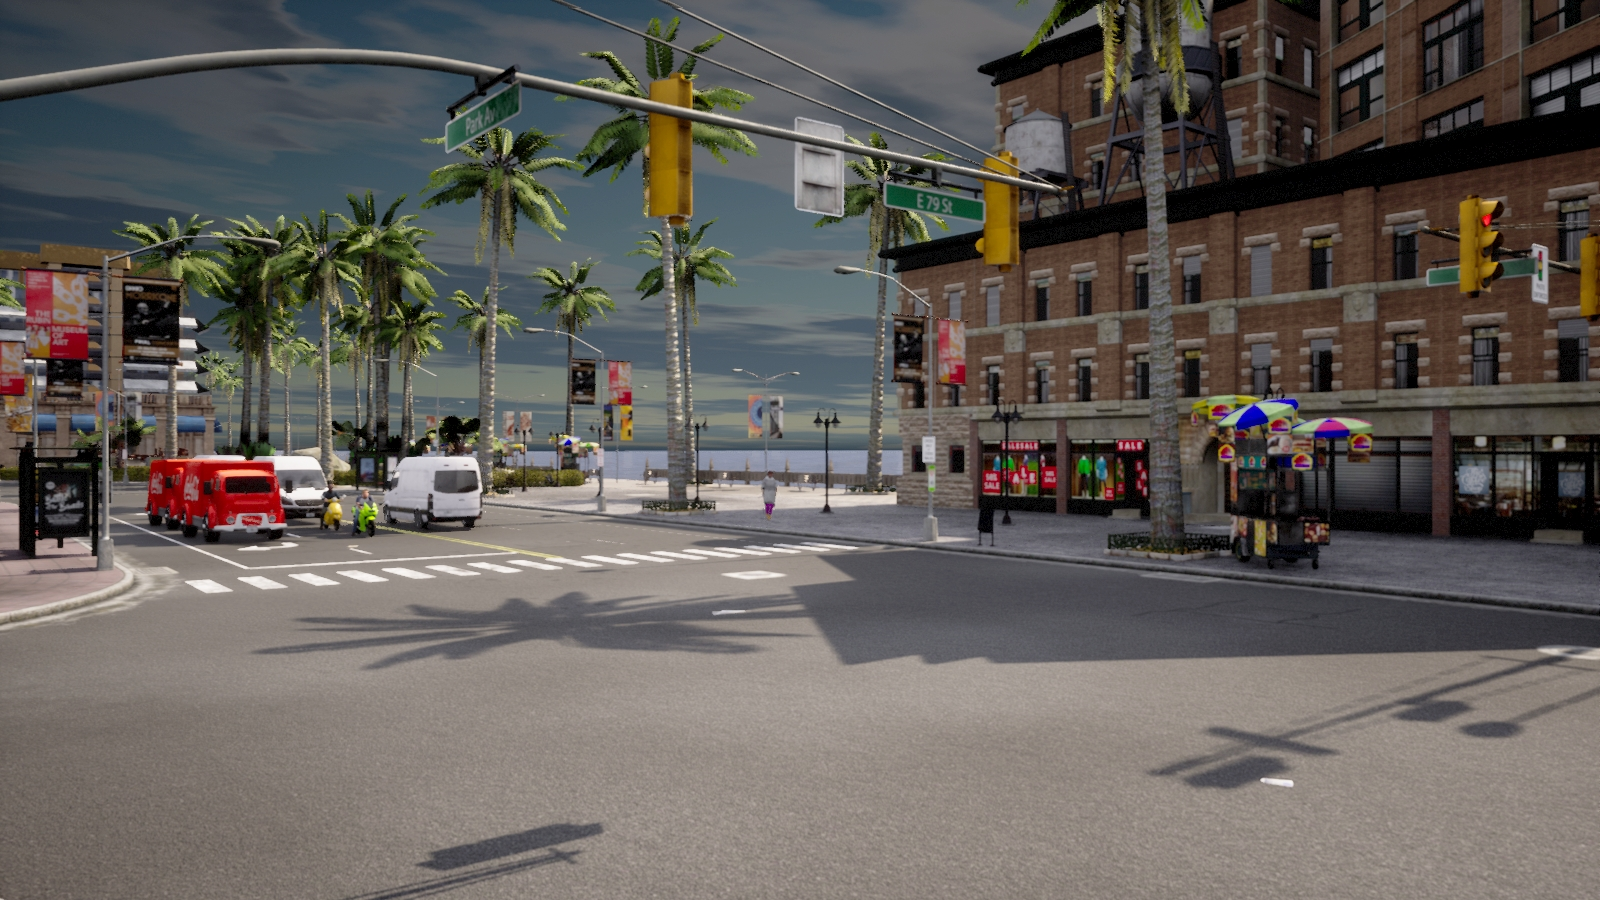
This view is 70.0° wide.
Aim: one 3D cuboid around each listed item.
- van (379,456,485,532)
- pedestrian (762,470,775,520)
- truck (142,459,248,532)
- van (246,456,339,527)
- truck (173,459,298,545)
[{"bbox_3d":[-13.670,1.536,42.174,1.988,2.561,5.915,0,0,-36],"label":"van"},{"bbox_3d":[-1.190,1.700,42.913,0.375,1.860,0.375,0,0,-19],"label":"pedestrian"},{"bbox_3d":[-22.315,1.569,42.040,2.627,2.467,5.204,0,0,-37],"label":"truck"},{"bbox_3d":[-19.937,1.536,44.718,1.988,2.561,5.915,0,0,-37],"label":"van"},{"bbox_3d":[-18.104,1.567,36.525,2.627,2.467,5.204,0,0,-37],"label":"truck"}]
